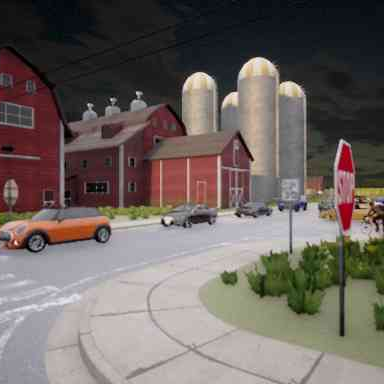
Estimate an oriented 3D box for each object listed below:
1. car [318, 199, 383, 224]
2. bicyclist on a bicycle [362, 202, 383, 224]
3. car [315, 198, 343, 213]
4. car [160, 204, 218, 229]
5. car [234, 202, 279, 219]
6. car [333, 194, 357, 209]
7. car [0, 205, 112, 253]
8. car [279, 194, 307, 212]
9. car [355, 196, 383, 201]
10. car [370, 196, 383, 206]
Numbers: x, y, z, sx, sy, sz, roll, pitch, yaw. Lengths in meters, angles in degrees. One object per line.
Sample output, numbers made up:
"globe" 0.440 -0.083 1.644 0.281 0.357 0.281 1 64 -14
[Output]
"car" 11.724 1.533 24.933 4.193 1.474 1.816 0 0 35
"bicyclist on a bicycle" 8.829 1.313 16.079 0.582 1.620 1.656 0 0 -21
"car" 16.471 1.544 39.786 2.128 1.511 4.902 0 0 35
"car" -0.092 1.557 22.180 2.128 1.511 4.902 0 0 35
"car" 5.837 1.615 30.778 2.033 1.411 5.357 0 0 35
"car" 22.318 1.277 48.353 2.150 2.045 5.566 0 0 35
"car" -5.773 1.416 14.309 2.097 1.767 4.553 0 0 39
"car" 12.178 1.292 39.929 2.150 2.045 5.566 0 0 34
"car" 18.973 1.346 36.315 3.866 1.878 1.905 0 0 35
"car" 32.825 1.518 56.166 4.611 1.667 2.242 0 0 35
